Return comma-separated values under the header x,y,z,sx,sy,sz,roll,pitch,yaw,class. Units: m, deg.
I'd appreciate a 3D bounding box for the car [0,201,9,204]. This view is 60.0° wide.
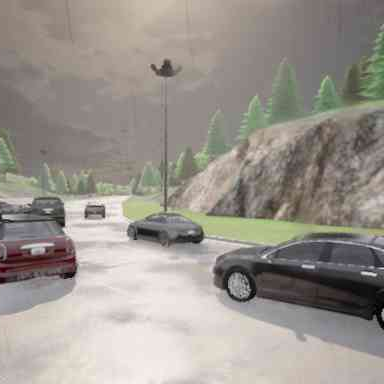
x,y,z,sx,sy,sz,roll,pitch,yaw,class
-16.171,1.730,30.452,1.895,1.301,4.718,0,0,-15,car

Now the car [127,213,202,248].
x,y,z,sx,sy,sz,roll,pitch,yaw,class
-1.321,1.665,15.598,1.994,1.385,4.181,0,0,-40,car

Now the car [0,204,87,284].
x,y,z,sx,sy,sz,roll,pitch,yaw,class
-5.036,1.393,9.297,2.097,1.767,4.553,1,-1,-43,car

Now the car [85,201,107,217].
x,y,z,sx,sy,sz,roll,pitch,yaw,class
-9.572,1.669,32.983,2.128,1.511,4.902,0,0,-15,car

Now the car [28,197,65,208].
x,y,z,sx,sy,sz,roll,pitch,yaw,class
-10.004,1.330,22.935,2.150,2.045,5.566,0,0,-25,car

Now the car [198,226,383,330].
x,y,z,sx,sy,sz,roll,pitch,yaw,class
2.683,1.565,6.688,4.892,1.490,1.837,0,0,38,car
